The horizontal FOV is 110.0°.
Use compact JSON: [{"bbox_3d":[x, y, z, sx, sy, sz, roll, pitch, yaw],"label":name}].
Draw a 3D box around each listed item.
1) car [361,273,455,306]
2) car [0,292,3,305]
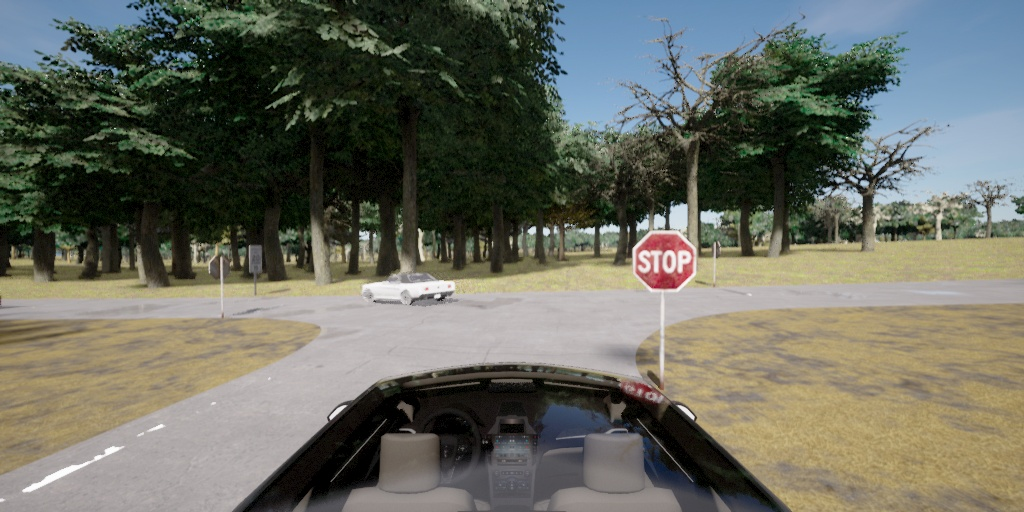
[{"bbox_3d":[-4.853,1.457,16.229,4.718,1.301,1.895,-3,-1,38],"label":"car"},{"bbox_3d":[-26.976,1.879,16.775,5.008,1.535,1.882,-1,1,5],"label":"car"}]
